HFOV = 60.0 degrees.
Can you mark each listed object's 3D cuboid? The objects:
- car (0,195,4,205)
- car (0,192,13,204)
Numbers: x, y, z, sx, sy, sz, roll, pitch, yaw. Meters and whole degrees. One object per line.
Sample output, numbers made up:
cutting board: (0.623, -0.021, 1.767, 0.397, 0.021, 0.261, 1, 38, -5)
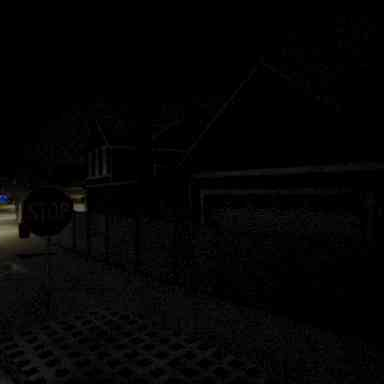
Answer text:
car: (-29.493, 1.480, 48.825, 1.895, 1.301, 4.718, 0, 0, -20)
car: (-32.945, 1.057, 58.207, 2.150, 2.045, 5.566, 0, 0, -20)
